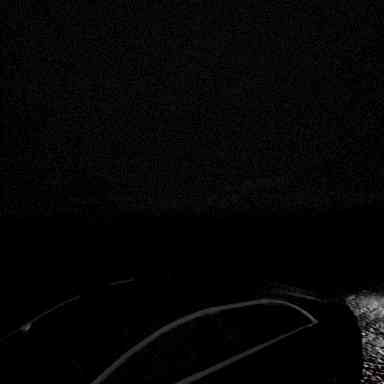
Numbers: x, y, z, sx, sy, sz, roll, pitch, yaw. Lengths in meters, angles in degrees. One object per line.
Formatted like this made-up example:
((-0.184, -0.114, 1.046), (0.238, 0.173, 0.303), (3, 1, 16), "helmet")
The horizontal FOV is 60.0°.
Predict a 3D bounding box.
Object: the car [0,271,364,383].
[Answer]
((-0.451, 1.570, 2.811), (4.902, 1.511, 2.128), (0, -2, -36), "car")
